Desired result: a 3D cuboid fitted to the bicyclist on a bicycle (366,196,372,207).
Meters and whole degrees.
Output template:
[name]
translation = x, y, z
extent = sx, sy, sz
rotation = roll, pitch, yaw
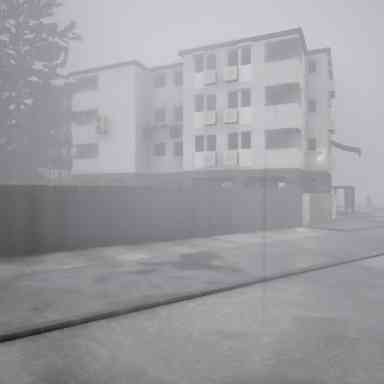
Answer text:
[bicyclist on a bicycle]
translation = 24.898, 1.347, 46.842
extent = 1.656, 1.620, 0.582
rotation = 0, 0, -35
